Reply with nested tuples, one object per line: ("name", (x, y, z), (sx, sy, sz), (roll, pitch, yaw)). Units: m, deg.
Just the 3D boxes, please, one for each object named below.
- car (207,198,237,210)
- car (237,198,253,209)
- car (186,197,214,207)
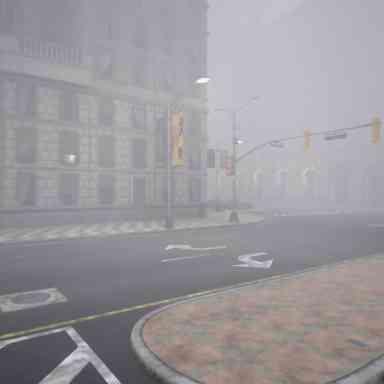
("car", (3.282, 1.564, 42.907), (1.994, 1.385, 4.181), (0, 0, -36))
("car", (6.224, 1.564, 44.813), (1.994, 1.385, 4.181), (0, 0, -36))
("car", (1.134, 1.505, 51.972), (1.837, 1.490, 4.892), (0, 0, -35))
